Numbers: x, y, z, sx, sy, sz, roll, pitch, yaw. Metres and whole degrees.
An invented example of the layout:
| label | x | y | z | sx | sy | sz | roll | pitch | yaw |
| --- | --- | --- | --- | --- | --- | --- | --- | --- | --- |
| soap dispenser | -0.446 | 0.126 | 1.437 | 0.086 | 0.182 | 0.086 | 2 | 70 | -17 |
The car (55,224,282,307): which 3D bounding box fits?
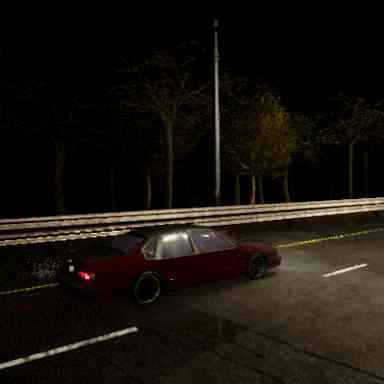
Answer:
| label | x | y | z | sx | sy | sz | roll | pitch | yaw |
| --- | --- | --- | --- | --- | --- | --- | --- | --- | --- |
| car | -0.284 | 1.478 | 7.847 | 5.357 | 1.411 | 2.033 | -1 | 1 | -35 |
